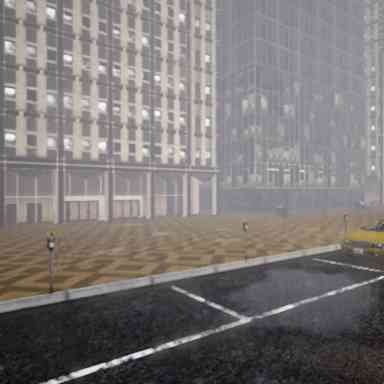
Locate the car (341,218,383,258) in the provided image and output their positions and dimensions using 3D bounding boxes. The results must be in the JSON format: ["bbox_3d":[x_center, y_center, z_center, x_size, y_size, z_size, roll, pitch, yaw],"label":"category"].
[{"bbox_3d":[7.076,1.483,11.629,4.829,1.417,1.752,0,0,-36],"label":"car"}]
